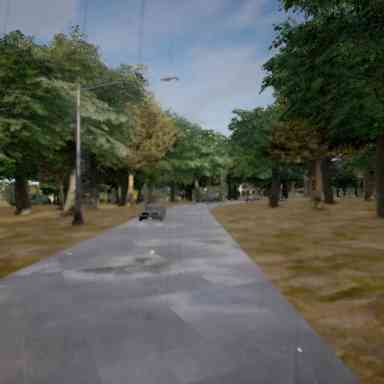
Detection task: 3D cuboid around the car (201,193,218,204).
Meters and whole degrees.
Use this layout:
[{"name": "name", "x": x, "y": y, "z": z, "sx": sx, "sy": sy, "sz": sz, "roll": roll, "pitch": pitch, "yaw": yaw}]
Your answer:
[{"name": "car", "x": 3.658, "y": 1.256, "z": 66.722, "sx": 2.150, "sy": 2.045, "sz": 5.566, "roll": 0, "pitch": 0, "yaw": 24}]

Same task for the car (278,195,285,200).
[{"name": "car", "x": 22.020, "y": 1.401, "z": 85.479, "sx": 4.902, "sy": 1.511, "sz": 2.128, "roll": -1, "pitch": 1, "yaw": -39}]

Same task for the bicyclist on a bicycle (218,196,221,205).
[{"name": "bicyclist on a bicycle", "x": 4.954, "y": 1.506, "z": 59.899, "sx": 0.582, "sy": 1.620, "sz": 1.656, "roll": 0, "pitch": 0, "yaw": 21}]

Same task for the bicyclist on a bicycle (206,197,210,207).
[{"name": "bicyclist on a bicycle", "x": 2.451, "y": 1.509, "z": 51.627, "sx": 0.582, "sy": 1.620, "sz": 1.656, "roll": 0, "pitch": 0, "yaw": 13}]

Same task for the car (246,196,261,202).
[{"name": "car", "x": 14.430, "y": 1.519, "z": 77.850, "sx": 1.994, "sy": 1.385, "sz": 4.181, "roll": 0, "pitch": 1, "yaw": 42}]

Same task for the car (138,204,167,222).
[{"name": "car", "x": -3.094, "y": 1.656, "z": 26.739, "sx": 1.895, "sy": 1.301, "sz": 4.718, "roll": 0, "pitch": 0, "yaw": 0}]
